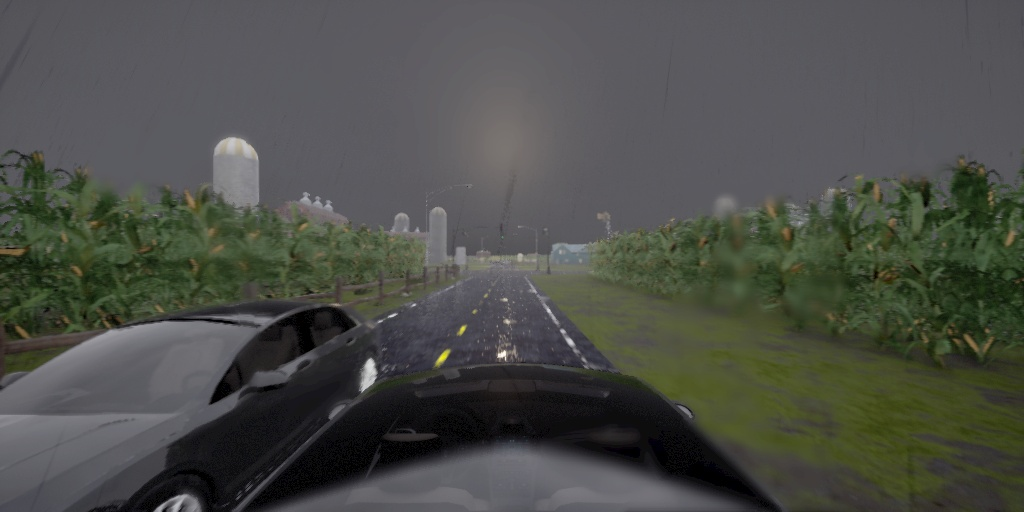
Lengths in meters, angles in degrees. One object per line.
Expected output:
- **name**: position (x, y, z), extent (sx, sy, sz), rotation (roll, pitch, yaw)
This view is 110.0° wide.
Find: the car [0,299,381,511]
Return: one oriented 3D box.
- **car**: position (-2.846, 1.264, 3.476), extent (1.837, 1.490, 4.892), rotation (0, 0, 0)
